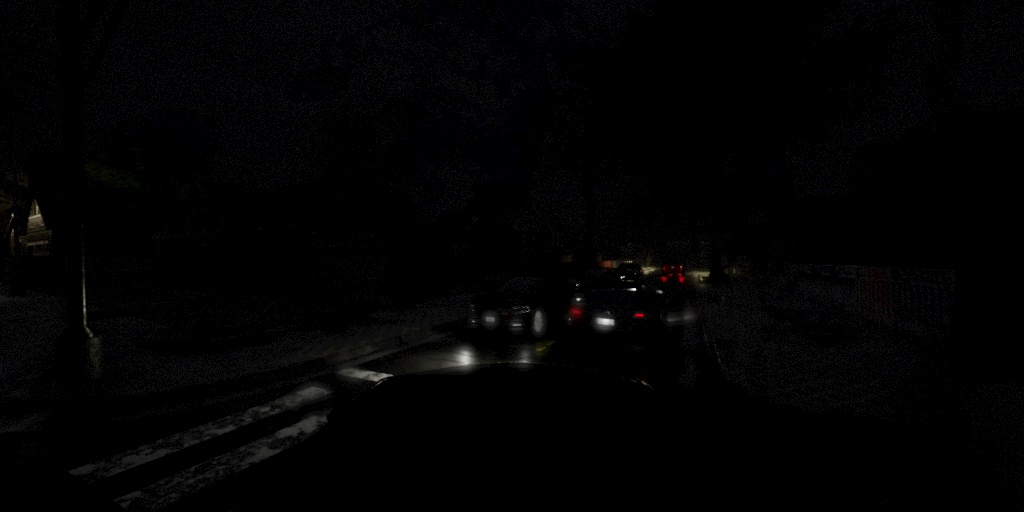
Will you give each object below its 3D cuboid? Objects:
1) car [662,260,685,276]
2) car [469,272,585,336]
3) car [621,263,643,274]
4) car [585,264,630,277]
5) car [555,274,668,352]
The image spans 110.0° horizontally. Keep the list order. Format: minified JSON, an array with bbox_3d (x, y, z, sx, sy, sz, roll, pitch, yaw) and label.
[{"bbox_3d":[17.083,1.172,37.894,2.097,1.767,4.553,-1,-1,27],"label":"car"},{"bbox_3d":[0.566,1.280,11.042,1.882,1.535,5.008,-1,0,26],"label":"car"},{"bbox_3d":[9.404,1.318,28.897,1.837,1.490,4.892,-1,-1,27],"label":"car"},{"bbox_3d":[4.949,1.348,19.915,2.033,1.411,5.357,-1,0,25],"label":"car"},{"bbox_3d":[2.815,1.322,9.158,1.994,1.385,4.181,-1,0,26],"label":"car"}]
